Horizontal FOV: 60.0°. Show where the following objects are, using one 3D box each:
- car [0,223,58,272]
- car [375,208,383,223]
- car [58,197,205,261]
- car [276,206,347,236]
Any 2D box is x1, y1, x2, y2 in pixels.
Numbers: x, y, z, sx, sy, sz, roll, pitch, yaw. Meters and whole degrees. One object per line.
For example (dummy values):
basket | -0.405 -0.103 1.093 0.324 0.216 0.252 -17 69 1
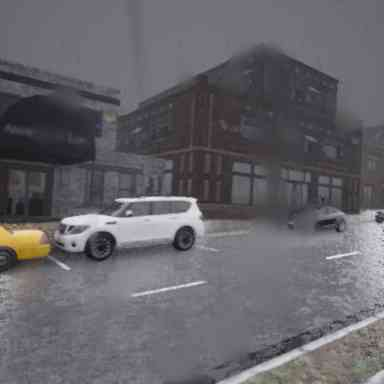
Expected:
car | -6.800 1.413 9.064 5.366 1.575 1.946 0 0 -36
car | 15.866 1.595 25.405 4.892 1.521 2.231 0 0 -36
car | -2.085 1.202 12.460 5.566 2.045 2.435 0 0 -36
car | 6.870 1.553 18.924 4.792 1.488 2.163 0 0 -36
